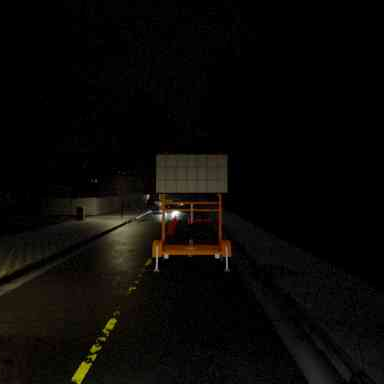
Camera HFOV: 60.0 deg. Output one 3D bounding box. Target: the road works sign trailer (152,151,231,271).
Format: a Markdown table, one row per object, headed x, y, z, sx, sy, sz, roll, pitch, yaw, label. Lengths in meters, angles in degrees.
| x | y | z | sx | sy | sz | roll | pitch | yaw | label |
| --- | --- | --- | --- | --- | --- | --- | --- | --- | --- |
| -0.005 | 0.464 | 10.853 | 2.380 | 3.560 | 2.880 | 0 | 0 | 0 | road works sign trailer |

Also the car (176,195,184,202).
| x | y | z | sx | sy | sz | roll | pitch | yaw | label |
| --- | --- | --- | --- | --- | --- | --- | --- | --- | --- |
| -2.789 | 1.532 | 74.636 | 2.128 | 1.511 | 4.902 | 0 | 0 | 0 | car |

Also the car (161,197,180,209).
| x | y | z | sx | sy | sz | roll | pitch | yaw | label |
| --- | --- | --- | --- | --- | --- | --- | --- | --- | --- |
| -2.872 | 1.613 | 43.008 | 1.895 | 1.301 | 4.718 | 0 | 0 | 0 | car |
